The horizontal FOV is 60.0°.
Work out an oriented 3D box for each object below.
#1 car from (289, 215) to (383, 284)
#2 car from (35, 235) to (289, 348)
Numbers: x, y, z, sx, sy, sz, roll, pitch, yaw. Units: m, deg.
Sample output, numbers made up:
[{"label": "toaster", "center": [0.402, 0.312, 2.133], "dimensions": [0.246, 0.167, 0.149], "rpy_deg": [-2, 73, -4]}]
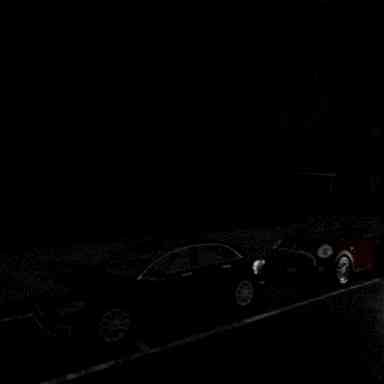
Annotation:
[{"label": "car", "center": [4.104, 1.425, 9.464], "dimensions": [4.097, 1.590, 1.967], "rpy_deg": [0, 0, -35]}, {"label": "car", "center": [-0.495, 1.546, 6.184], "dimensions": [4.403, 1.369, 2.008], "rpy_deg": [0, 0, -35]}]
